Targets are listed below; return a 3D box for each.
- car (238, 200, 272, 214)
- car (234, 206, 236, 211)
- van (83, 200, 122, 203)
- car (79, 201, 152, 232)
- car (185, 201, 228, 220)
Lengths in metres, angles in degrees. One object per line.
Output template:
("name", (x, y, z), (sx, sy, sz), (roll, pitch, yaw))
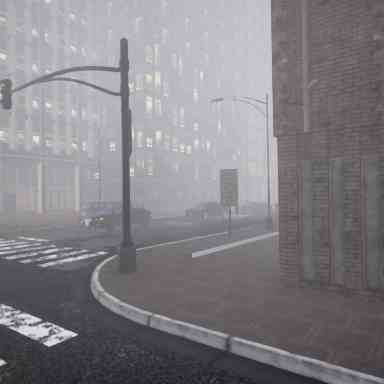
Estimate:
("car", (7.282, 1.707, 37.485), (1.895, 1.301, 4.718), (-1, -1, 36))
("car", (6.864, 1.689, 41.370), (1.752, 1.417, 4.829), (-2, -1, 36))
("van", (-5.975, 1.460, 23.464), (1.690, 1.788, 3.998), (-2, -1, 36))
("car", (-4.599, 1.558, 20.949), (2.128, 1.511, 4.902), (-1, -1, 34))
("car", (1.328, 1.563, 29.197), (1.882, 1.535, 5.008), (-1, -1, 36))
